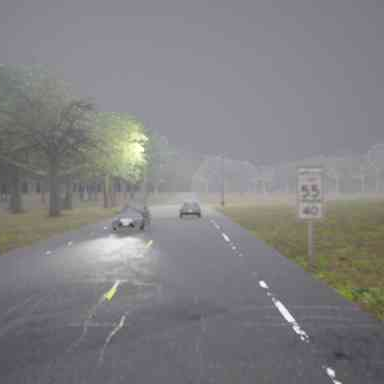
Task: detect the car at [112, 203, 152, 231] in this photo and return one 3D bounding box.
[{"bbox_3d":[-3.624,1.481,20.660,2.128,1.511,4.902,0,0,0],"label":"car"}]

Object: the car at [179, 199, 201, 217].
[{"bbox_3d":[-0.143,1.586,31.174,1.994,1.385,4.181,0,0,0],"label":"car"}]
